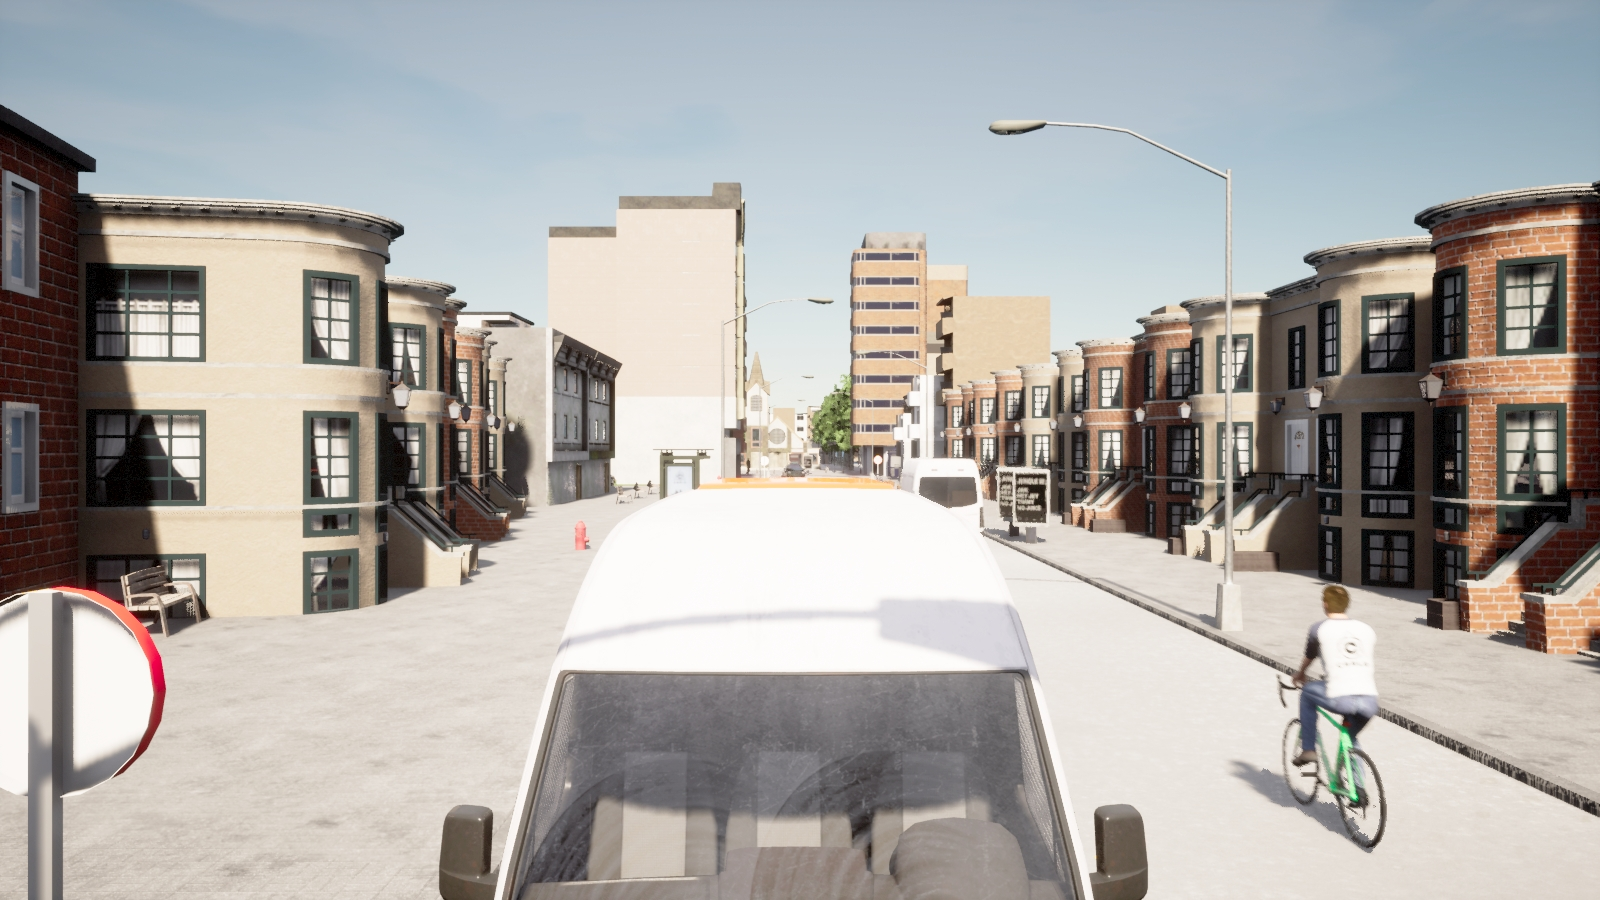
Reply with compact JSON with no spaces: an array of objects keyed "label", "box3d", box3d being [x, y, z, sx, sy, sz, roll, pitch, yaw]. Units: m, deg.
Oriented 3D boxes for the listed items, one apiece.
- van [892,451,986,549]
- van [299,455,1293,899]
[{"label":"van","box3d":[3.897,1.315,33.017,1.988,2.561,5.915,0,0,0]},{"label":"van","box3d":[-0.019,1.314,5.243,1.988,2.561,5.915,0,0,0]}]
